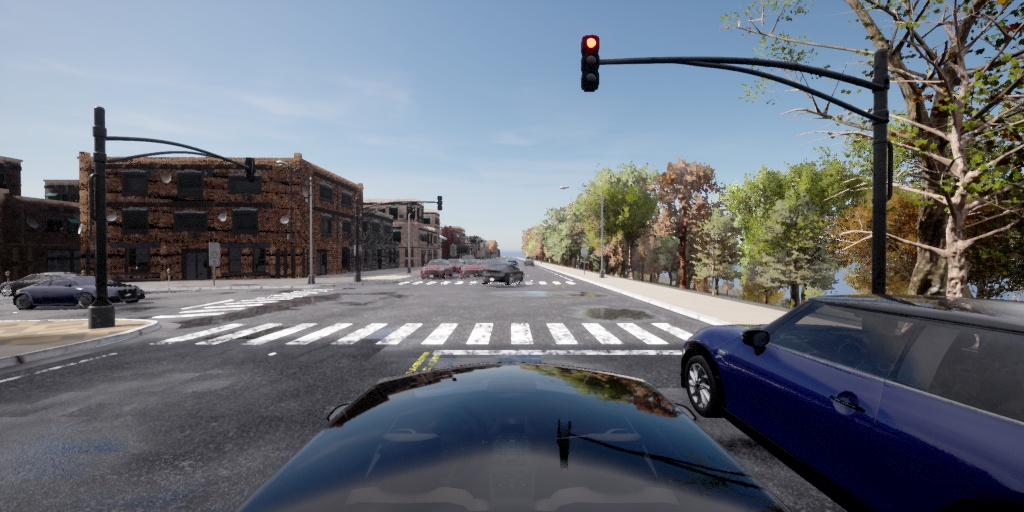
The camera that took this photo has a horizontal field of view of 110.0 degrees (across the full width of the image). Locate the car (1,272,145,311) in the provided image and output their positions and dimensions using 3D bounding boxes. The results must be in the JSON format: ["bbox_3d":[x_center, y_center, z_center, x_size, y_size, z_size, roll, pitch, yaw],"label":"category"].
[{"bbox_3d":[-19.347,1.603,16.159,4.181,1.385,1.994,-1,1,-1],"label":"car"}]

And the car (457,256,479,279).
[{"bbox_3d":[-3.375,1.098,32.263,2.097,1.767,4.553,0,0,0],"label":"car"}]

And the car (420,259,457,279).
[{"bbox_3d":[-6.689,1.098,32.278,2.097,1.767,4.553,0,0,2],"label":"car"}]

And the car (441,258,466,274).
[{"bbox_3d":[-6.650,1.098,41.081,2.097,1.767,4.553,0,0,0],"label":"car"}]

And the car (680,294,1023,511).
[{"bbox_3d":[3.350,1.102,3.068,2.097,1.767,4.553,0,0,0],"label":"car"}]

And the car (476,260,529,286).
[{"bbox_3d":[-0.534,1.251,25.400,1.837,1.490,4.892,2,1,18],"label":"car"}]

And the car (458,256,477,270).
[{"bbox_3d":[-6.683,0.968,53.938,2.150,2.045,5.566,0,0,0],"label":"car"}]
